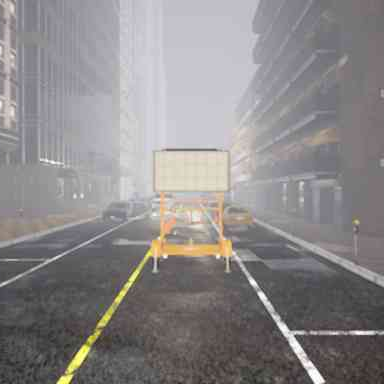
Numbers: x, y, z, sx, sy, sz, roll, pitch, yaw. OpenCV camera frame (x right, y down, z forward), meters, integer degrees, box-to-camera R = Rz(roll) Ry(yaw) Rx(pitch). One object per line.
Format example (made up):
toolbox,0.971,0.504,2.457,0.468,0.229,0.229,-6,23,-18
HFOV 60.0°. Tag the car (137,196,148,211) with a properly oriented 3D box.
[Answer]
car,-5.744,1.367,37.459,2.008,1.369,4.403,0,0,0

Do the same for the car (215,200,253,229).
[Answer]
car,2.661,1.420,20.696,1.752,1.417,4.829,0,0,0

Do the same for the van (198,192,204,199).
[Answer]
van,2.552,0.919,93.956,1.690,1.788,3.998,0,0,0

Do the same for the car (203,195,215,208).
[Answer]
car,2.636,1.367,37.473,2.008,1.369,4.403,0,0,0

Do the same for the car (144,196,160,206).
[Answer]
car,-5.761,1.292,48.586,1.752,1.417,4.829,0,0,0

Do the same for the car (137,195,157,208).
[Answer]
car,-5.753,1.231,43.108,1.967,1.590,4.097,0,0,0

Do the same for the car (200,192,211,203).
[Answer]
car,2.619,1.206,48.768,1.967,1.590,4.097,0,0,0

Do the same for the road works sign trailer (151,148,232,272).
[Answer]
road works sign trailer,-0.015,0.410,10.579,2.380,3.560,2.880,0,0,0

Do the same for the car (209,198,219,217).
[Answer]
car,2.653,1.435,26.175,1.947,1.339,4.313,0,0,0

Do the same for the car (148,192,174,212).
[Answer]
car,-3.147,1.040,36.694,2.150,2.045,5.566,0,0,0

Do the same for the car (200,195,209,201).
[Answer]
car,2.586,1.248,71.363,1.802,1.307,4.206,0,0,0

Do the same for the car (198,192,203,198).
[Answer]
car,2.603,1.031,60.065,2.192,1.841,5.009,0,0,0

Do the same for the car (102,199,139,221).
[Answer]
car,-5.728,1.435,26.163,1.947,1.339,4.313,0,0,0
